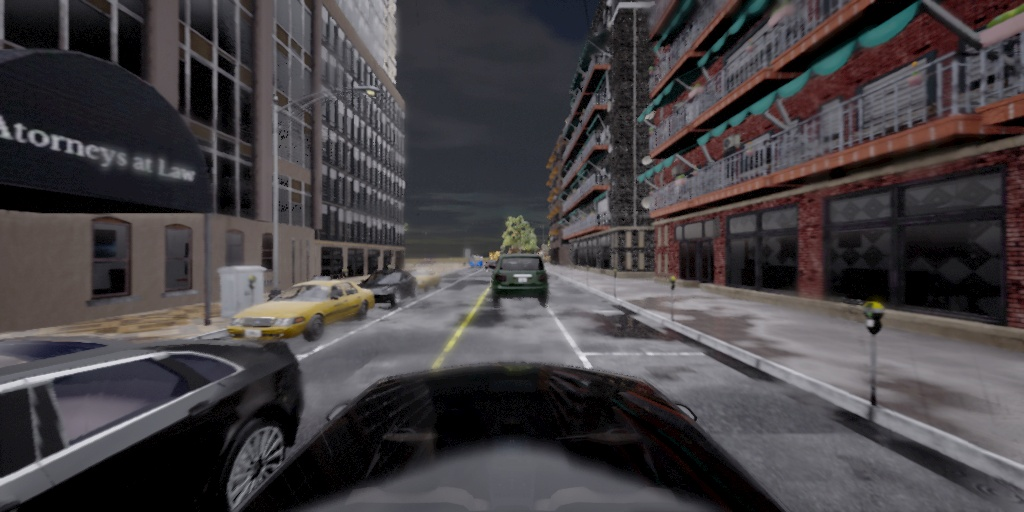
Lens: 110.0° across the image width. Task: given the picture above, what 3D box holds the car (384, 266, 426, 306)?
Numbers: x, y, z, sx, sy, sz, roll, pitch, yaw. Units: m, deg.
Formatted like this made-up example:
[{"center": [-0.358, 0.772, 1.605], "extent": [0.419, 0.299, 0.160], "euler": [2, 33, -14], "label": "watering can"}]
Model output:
[{"center": [-5.310, 1.284, 15.476], "extent": [1.948, 1.339, 4.313], "euler": [0, 0, 0], "label": "car"}]

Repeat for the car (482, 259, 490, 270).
[{"center": [-2.740, 1.200, 50.402], "extent": [1.994, 1.385, 4.181], "euler": [0, 0, 0], "label": "car"}]

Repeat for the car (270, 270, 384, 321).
[{"center": [-5.312, 1.257, 9.773], "extent": [1.751, 1.417, 4.829], "euler": [0, 0, 0], "label": "car"}]

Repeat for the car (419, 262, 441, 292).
[{"center": [-5.308, 1.231, 20.840], "extent": [1.751, 1.417, 4.829], "euler": [0, 0, 0], "label": "car"}]

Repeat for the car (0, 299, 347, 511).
[{"center": [-2.851, 1.243, 1.370], "extent": [2.128, 1.511, 4.902], "euler": [0, 0, 0], "label": "car"}]

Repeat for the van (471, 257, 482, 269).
[{"center": [-5.325, 0.967, 54.206], "extent": [1.690, 1.789, 3.998], "euler": [0, 0, 0], "label": "van"}]

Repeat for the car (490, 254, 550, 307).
[{"center": [0.244, 0.939, 15.410], "extent": [2.150, 2.045, 5.566], "euler": [0, 0, -3], "label": "car"}]
